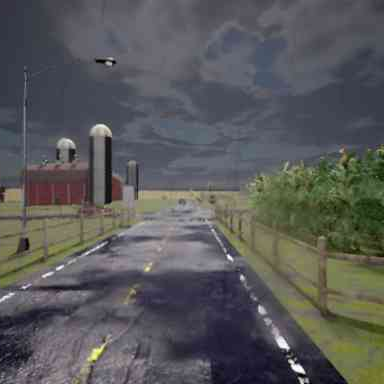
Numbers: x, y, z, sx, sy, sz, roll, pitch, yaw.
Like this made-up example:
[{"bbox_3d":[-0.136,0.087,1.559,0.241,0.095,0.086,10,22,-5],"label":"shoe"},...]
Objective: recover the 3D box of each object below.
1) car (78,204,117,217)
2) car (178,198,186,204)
[{"bbox_3d":[-11.665,2.248,41.261,4.674,1.442,1.812,0,0,-9],"label":"car"},{"bbox_3d":[-2.753,2.503,92.271,2.097,1.767,4.553,0,-1,0],"label":"car"}]
